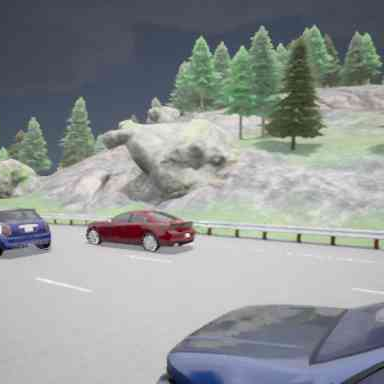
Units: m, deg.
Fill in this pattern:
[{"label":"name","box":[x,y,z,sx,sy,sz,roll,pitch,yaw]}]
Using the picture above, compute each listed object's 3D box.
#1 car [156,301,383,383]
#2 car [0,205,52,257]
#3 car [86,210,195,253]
[{"label":"car","box":[2.271,1.538,2.331,5.357,1.411,2.033,0,0,36]},{"label":"car","box":[-7.637,1.364,13.004,4.553,1.767,2.097,0,0,32]},{"label":"car","box":[-2.242,1.474,13.761,5.008,1.535,1.882,0,0,33]}]
